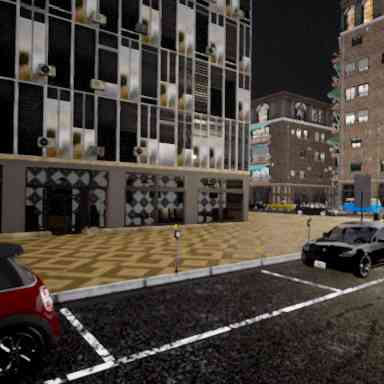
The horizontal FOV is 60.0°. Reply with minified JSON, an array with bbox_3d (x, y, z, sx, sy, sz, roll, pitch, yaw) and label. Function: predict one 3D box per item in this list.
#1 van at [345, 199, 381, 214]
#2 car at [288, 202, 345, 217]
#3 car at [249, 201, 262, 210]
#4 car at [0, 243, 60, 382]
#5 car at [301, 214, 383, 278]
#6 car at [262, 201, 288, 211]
[{"bbox_3d":[18.994,1.653,37.334,1.690,1.788,3.998,1,-1,-35],"label":"van"},{"bbox_3d":[12.105,1.719,32.559,2.008,1.369,4.403,1,-1,-35],"label":"car"},{"bbox_3d":[9.504,1.993,51.011,1.947,1.339,4.313,1,-1,-35],"label":"car"},{"bbox_3d":[-3.827,1.437,3.819,4.097,1.590,1.967,0,1,-35],"label":"car"},{"bbox_3d":[5.252,1.602,10.288,4.313,1.339,1.947,0,1,-35],"label":"car"},{"bbox_3d":[12.570,1.916,46.591,1.752,1.417,4.829,1,-1,-35],"label":"car"}]
